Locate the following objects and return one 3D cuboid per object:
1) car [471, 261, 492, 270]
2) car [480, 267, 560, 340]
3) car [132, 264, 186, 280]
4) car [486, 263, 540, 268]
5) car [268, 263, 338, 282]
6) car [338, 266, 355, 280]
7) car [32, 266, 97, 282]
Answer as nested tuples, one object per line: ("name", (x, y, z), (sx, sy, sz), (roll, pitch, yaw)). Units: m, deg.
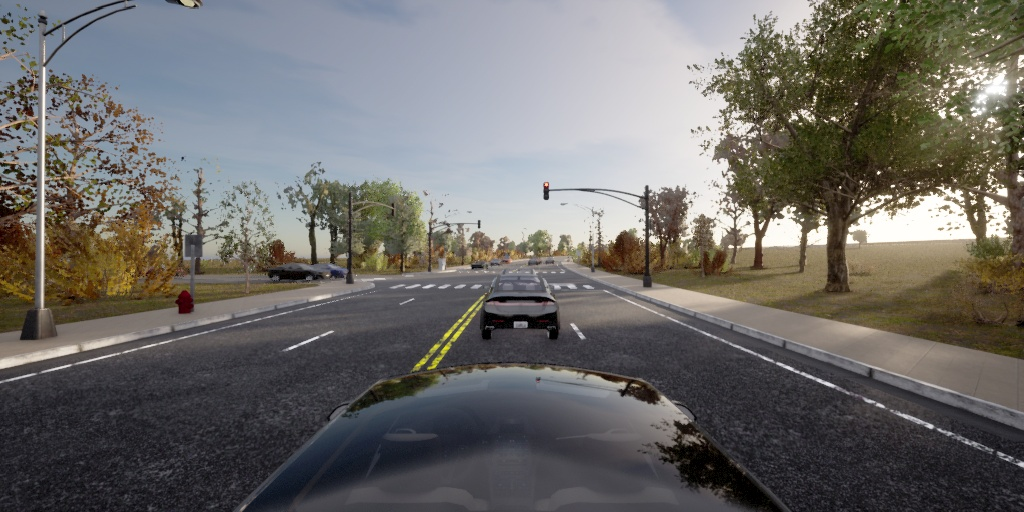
("car", (-4.478, 1.302, 49.976), (1.895, 1.301, 4.718), (0, 0, 5))
("car", (0.199, 1.242, 10.011), (2.128, 1.511, 4.902), (0, 0, 0))
("car", (-35.522, 1.565, 36.115), (5.008, 1.535, 1.882), (-1, -1, 10))
("car", (0.291, 1.241, 15.340), (2.128, 1.511, 4.902), (0, 0, 2))
("car", (-17.457, 1.339, 29.589), (5.008, 1.535, 1.882), (-1, -1, 10))
("car", (-16.815, 1.415, 32.872), (4.674, 1.442, 1.812), (-1, -1, 8))
("car", (-42.258, 1.669, 34.023), (5.357, 1.411, 2.033), (-1, -1, 10))
